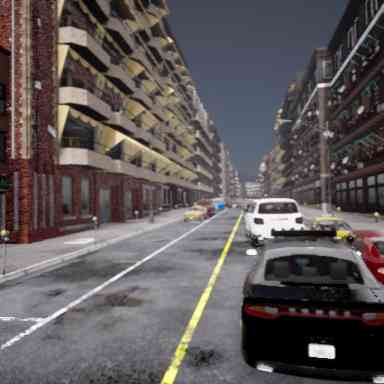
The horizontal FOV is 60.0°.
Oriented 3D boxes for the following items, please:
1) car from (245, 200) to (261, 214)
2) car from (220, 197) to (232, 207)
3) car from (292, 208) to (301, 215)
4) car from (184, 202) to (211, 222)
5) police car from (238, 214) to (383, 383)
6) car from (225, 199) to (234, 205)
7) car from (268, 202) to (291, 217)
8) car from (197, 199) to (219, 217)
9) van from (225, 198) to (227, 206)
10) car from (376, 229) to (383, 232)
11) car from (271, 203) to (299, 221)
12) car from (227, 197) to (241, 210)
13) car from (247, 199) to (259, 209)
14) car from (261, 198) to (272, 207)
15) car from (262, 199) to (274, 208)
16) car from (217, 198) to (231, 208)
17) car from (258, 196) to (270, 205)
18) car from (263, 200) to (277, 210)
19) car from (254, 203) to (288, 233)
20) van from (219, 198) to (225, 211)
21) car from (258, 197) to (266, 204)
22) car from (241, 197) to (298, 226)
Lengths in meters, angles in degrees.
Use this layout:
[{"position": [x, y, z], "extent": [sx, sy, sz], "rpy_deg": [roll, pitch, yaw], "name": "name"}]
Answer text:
[{"position": [7.858, 1.856, 42.683], "extent": [1.837, 1.490, 4.892], "rpy_deg": [-2, -1, 10], "name": "car"}, {"position": [7.092, 2.075, 69.029], "extent": [2.192, 1.841, 5.009], "rpy_deg": [0, -1, 10], "name": "car"}, {"position": [5.322, 1.549, 13.304], "extent": [1.752, 1.417, 4.829], "rpy_deg": [0, -1, 10], "name": "car"}, {"position": [0.379, 1.909, 30.730], "extent": [1.752, 1.417, 4.829], "rpy_deg": [0, -1, 10], "name": "car"}, {"position": [1.983, 1.447, 5.920], "extent": [1.930, 1.638, 5.238], "rpy_deg": [-2, -1, 15], "name": "police car"}, {"position": [9.002, 2.446, 79.922], "extent": [1.947, 1.339, 4.313], "rpy_deg": [0, -1, 10], "name": "car"}, {"position": [9.111, 1.761, 34.925], "extent": [2.008, 1.369, 4.403], "rpy_deg": [0, -1, 10], "name": "car"}, {"position": [1.363, 1.749, 36.347], "extent": [2.192, 1.841, 5.009], "rpy_deg": [0, -1, 10], "name": "car"}, {"position": [4.227, 1.930, 52.688], "extent": [1.690, 1.788, 3.998], "rpy_deg": [0, -1, 10], "name": "van"}, {"position": [4.338, 1.525, 7.687], "extent": [1.887, 1.381, 4.507], "rpy_deg": [0, 0, 10], "name": "car"}, {"position": [8.156, 1.707, 29.477], "extent": [1.887, 1.381, 4.507], "rpy_deg": [0, -1, 10], "name": "car"}, {"position": [6.940, 2.020, 53.438], "extent": [2.128, 1.511, 4.902], "rpy_deg": [-2, -1, 10], "name": "car"}, {"position": [10.289, 1.966, 56.610], "extent": [1.882, 1.535, 5.008], "rpy_deg": [-2, -1, 10], "name": "car"}, {"position": [13.893, 1.918, 62.162], "extent": [1.967, 1.590, 4.097], "rpy_deg": [0, -1, 10], "name": "car"}, {"position": [12.931, 1.966, 56.714], "extent": [1.887, 1.381, 4.507], "rpy_deg": [0, -1, 10], "name": "car"}, {"position": [6.137, 2.017, 63.582], "extent": [2.192, 1.841, 5.009], "rpy_deg": [0, -1, 10], "name": "car"}, {"position": [15.762, 1.912, 73.066], "extent": [2.192, 1.841, 5.009], "rpy_deg": [0, -1, 10], "name": "car"}, {"position": [11.976, 1.910, 51.267], "extent": [1.887, 1.381, 4.507], "rpy_deg": [0, -1, 10], "name": "car"}, {"position": [4.996, 1.596, 21.645], "extent": [1.801, 1.575, 5.366], "rpy_deg": [-2, -1, 10], "name": "car"}, {"position": [3.273, 1.876, 47.239], "extent": [1.690, 1.788, 3.998], "rpy_deg": [0, -1, 10], "name": "van"}, {"position": [17.672, 2.162, 83.961], "extent": [1.967, 1.590, 4.097], "rpy_deg": [0, -1, 10], "name": "car"}, {"position": [3.666, 1.320, 15.563], "extent": [2.150, 2.045, 5.566], "rpy_deg": [-2, -1, 6], "name": "car"}]
